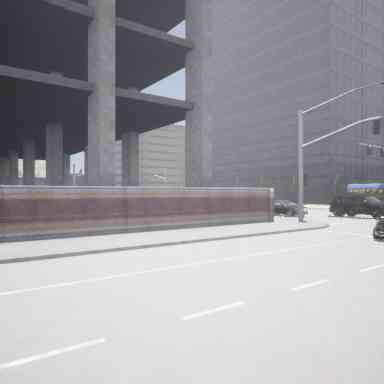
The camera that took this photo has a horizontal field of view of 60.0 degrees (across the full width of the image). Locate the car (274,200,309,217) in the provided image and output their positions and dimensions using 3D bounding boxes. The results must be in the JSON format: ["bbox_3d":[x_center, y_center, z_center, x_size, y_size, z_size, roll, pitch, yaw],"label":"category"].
[{"bbox_3d":[8.467,1.488,30.858,2.128,1.511,4.902,0,0,-34],"label":"car"}]

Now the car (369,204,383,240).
[{"bbox_3d":[10.381,1.506,16.041,1.837,1.490,4.892,4,3,44],"label":"car"}]

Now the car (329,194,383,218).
[{"bbox_3d":[14.573,1.223,28.430,2.150,2.045,5.566,0,0,-36],"label":"car"}]
